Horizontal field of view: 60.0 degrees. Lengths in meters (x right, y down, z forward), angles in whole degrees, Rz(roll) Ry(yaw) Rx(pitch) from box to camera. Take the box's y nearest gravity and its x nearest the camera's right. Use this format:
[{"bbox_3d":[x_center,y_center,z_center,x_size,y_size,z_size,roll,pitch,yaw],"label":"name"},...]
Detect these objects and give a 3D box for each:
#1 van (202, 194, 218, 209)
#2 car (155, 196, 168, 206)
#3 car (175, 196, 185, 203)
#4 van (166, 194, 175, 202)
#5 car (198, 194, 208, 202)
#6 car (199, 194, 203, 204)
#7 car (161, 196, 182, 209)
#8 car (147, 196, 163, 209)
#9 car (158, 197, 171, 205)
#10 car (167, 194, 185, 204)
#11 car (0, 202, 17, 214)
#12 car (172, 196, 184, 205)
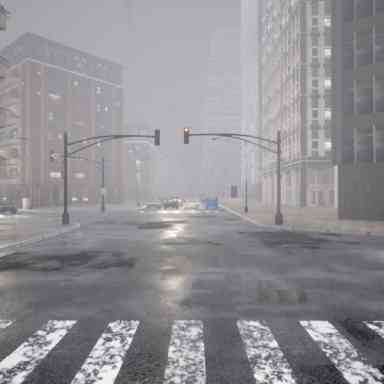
[{"bbox_3d":[2.677,1.386,45.939,1.690,1.788,3.998,0,0,0],"label":"van"},{"bbox_3d":[-5.178,1.509,57.063,1.967,1.590,4.097,0,0,0],"label":"car"},{"bbox_3d":[-2.576,1.668,73.934,1.994,1.385,4.181,0,0,0],"label":"car"},{"bbox_3d":[-5.126,1.473,79.271,1.690,1.788,3.998,0,0,0],"label":"van"},{"bbox_3d":[2.766,1.466,84.807,2.192,1.841,5.009,0,0,0],"label":"car"},{"bbox_3d":[2.728,1.644,68.148,1.887,1.381,4.507,0,0,0],"label":"car"},{"bbox_3d":[-2.723,1.644,45.086,1.895,1.301,4.718,0,0,0],"label":"car"},{"bbox_3d":[-5.204,1.570,45.787,1.752,1.417,4.829,0,0,0],"label":"car"},{"bbox_3d":[-5.165,1.649,62.615,1.947,1.339,4.313,0,0,0],"label":"car"},{"bbox_3d":[-2.696,1.414,54.212,2.097,1.767,4.553,0,0,1],"label":"car"},{"bbox_3d":[-21.060,1.789,36.666,4.718,1.301,1.895,-1,-1,41],"label":"car"},{"bbox_3d":[-2.646,1.579,64.052,2.128,1.511,4.902,0,0,1],"label":"car"}]
